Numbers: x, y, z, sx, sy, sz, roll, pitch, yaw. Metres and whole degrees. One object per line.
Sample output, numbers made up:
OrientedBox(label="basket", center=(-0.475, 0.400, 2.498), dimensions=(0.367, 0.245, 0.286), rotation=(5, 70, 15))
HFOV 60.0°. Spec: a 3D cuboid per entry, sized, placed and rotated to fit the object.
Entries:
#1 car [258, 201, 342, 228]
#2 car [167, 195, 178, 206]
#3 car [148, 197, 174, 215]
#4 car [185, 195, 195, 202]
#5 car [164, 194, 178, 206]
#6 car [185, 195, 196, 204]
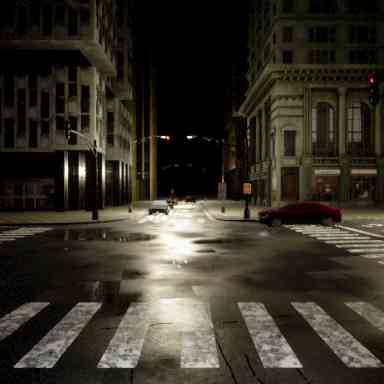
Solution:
OrientedBox(label="car", center=(6.584, 1.348, 20.542), dimensions=(5.008, 1.535, 1.882), rotation=(-1, 0, 0))
OrientedBox(label="car", center=(-3.291, 1.457, 43.506), dimensions=(2.128, 1.511, 4.902), rotation=(0, 0, 0))
OrientedBox(label="car", center=(-3.214, 1.528, 33.590), dimensions=(2.033, 1.411, 5.357), rotation=(0, 0, 0))
OrientedBox(label="car", center=(-0.424, 1.453, 73.678), dimensions=(1.994, 1.385, 4.181), rotation=(0, 0, 0))
OrientedBox(label="car", center=(-3.361, 1.299, 53.799), dimensions=(2.097, 1.767, 4.553), rotation=(0, 0, 0))
OrientedBox(label="car", center=(-0.256, 1.450, 63.866), dimensions=(1.812, 1.442, 4.674), rotation=(0, 0, 0))
